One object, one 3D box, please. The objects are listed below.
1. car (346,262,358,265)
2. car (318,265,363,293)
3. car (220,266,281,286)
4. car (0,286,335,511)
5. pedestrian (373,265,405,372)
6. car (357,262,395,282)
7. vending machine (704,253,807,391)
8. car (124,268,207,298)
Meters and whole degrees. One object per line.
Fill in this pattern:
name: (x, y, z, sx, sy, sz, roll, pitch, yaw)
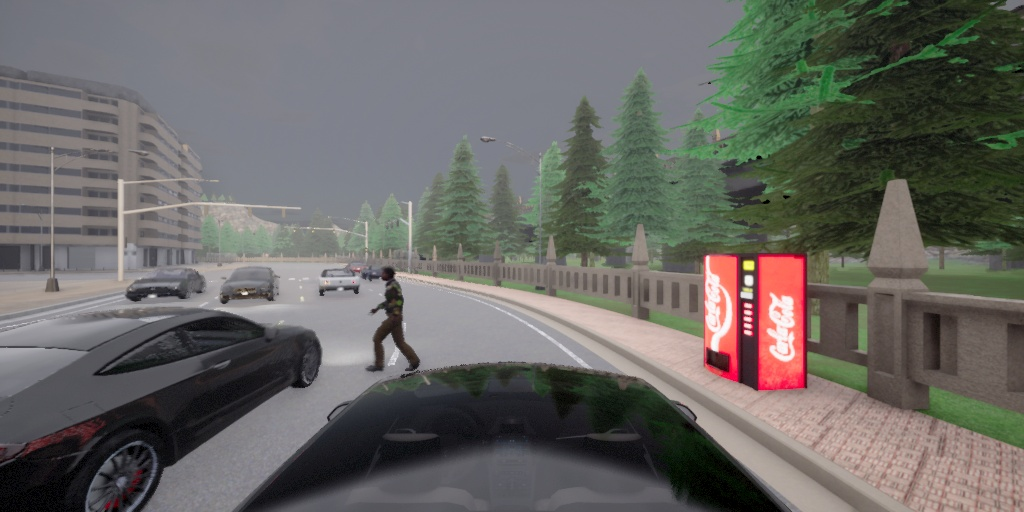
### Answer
car: (-17.140, 1.318, 39.390, 1.994, 1.385, 4.181, 0, 0, -31)
car: (-9.662, 1.353, 19.845, 1.895, 1.301, 4.718, 0, 0, -29)
car: (-11.923, 1.256, 16.537, 1.837, 1.490, 4.892, 0, 0, -29)
car: (-3.834, 1.276, 3.839, 1.812, 1.442, 4.674, 0, 0, -5)
pedestrian: (-2.068, 1.044, 6.065, 0.375, 1.860, 0.375, 0, 0, -10)
car: (-11.108, 1.354, 29.424, 1.895, 1.301, 4.718, 0, 0, -32)
vending machine: (3.651, 0.946, 5.481, 1.100, 2.100, 0.880, 0, 0, -7)
car: (-16.367, 1.300, 17.302, 2.033, 1.411, 5.357, 0, 0, -30)
